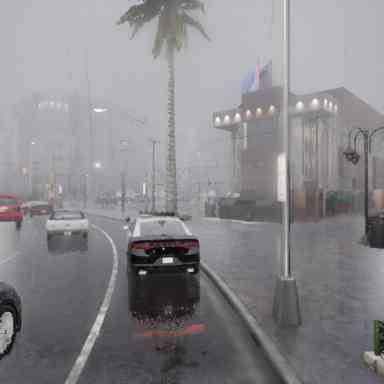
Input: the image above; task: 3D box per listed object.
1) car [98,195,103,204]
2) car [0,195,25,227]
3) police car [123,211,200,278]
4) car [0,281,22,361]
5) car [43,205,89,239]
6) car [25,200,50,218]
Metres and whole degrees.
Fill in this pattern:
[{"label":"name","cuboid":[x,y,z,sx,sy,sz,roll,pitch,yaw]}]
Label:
[{"label":"car","cuboid":[-14.576,1.238,56.454,4.553,1.767,2.185,0,0,42]},{"label":"car","cuboid":[-12.652,1.208,22.156,2.150,2.045,5.566,0,0,-30]},{"label":"police car","cuboid":[-1.110,1.423,10.451,1.930,1.638,5.238,0,0,-12]},{"label":"car","cuboid":[-3.337,1.502,2.955,1.837,1.490,4.892,0,0,-3]},{"label":"car","cuboid":[-6.499,1.594,17.349,1.895,1.301,4.718,0,0,-21]},{"label":"car","cuboid":[-13.947,1.463,29.816,1.882,1.535,5.008,0,0,-38]}]
